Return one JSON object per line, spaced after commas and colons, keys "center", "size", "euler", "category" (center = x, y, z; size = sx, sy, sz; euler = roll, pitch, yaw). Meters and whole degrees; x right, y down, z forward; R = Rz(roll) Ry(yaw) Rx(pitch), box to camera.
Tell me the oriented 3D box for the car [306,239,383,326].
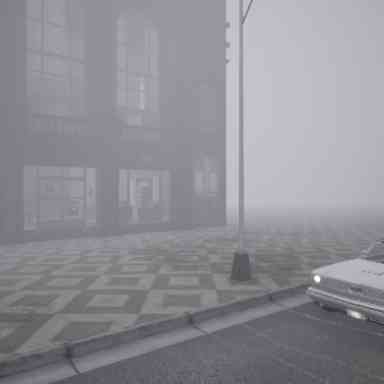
{"center": [4.350, 1.601, 6.464], "size": [4.718, 1.301, 1.895], "euler": [0, 0, -35], "category": "car"}
